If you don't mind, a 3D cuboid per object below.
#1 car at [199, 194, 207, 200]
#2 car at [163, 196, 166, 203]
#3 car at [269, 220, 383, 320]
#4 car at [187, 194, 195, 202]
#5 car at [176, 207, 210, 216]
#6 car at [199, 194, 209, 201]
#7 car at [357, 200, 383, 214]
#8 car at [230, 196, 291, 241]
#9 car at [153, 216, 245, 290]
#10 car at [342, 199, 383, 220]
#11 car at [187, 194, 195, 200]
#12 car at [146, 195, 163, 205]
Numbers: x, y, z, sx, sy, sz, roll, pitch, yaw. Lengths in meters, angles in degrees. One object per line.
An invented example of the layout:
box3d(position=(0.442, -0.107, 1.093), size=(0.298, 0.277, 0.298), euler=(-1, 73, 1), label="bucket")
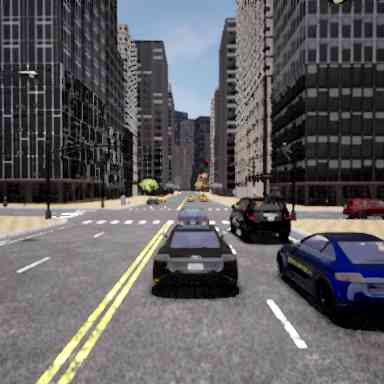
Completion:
box3d(position=(2.933, 1.355, 90.847), size=(1.837, 1.490, 4.892), euler=(0, 0, 0), label="car")
box3d(position=(-6.756, 1.505, 73.134), size=(1.882, 1.535, 5.008), euler=(0, 0, 0), label="car")
box3d(position=(3.337, 1.570, 7.466), size=(1.994, 1.385, 4.181), euler=(0, 0, -1), label="car")
box3d(position=(-0.280, 1.496, 80.419), size=(1.882, 1.535, 5.008), euler=(0, 0, 0), label="car")
box3d(position=(0.036, 1.561, 18.786), size=(2.033, 1.411, 5.357), euler=(0, 0, 0), label="car")
box3d(position=(2.970, 1.496, 80.430), size=(1.882, 1.535, 5.008), euler=(0, 0, 0), label="car")
box3d(position=(21.679, 1.690, 37.992), size=(4.829, 1.417, 1.752), euler=(1, 0, 1), label="car")
box3d(position=(3.317, 1.234, 17.012), size=(2.150, 2.045, 5.566), euler=(0, 0, -2), label="car")
box3d(position=(0.068, 1.571, 9.136), size=(1.994, 1.385, 4.181), euler=(0, 0, 0), label="car")
box3d(position=(16.099, 1.556, 29.686), size=(5.009, 1.841, 2.192), euler=(1, 0, 1), label="car")
box3d(position=(-0.317, 1.380, 90.837), size=(2.128, 1.511, 4.902), euler=(0, 0, 0), label="car")
box3d(position=(-6.759, 1.592, 58.086), size=(1.994, 1.385, 4.181), euler=(0, 0, 0), label="car")
